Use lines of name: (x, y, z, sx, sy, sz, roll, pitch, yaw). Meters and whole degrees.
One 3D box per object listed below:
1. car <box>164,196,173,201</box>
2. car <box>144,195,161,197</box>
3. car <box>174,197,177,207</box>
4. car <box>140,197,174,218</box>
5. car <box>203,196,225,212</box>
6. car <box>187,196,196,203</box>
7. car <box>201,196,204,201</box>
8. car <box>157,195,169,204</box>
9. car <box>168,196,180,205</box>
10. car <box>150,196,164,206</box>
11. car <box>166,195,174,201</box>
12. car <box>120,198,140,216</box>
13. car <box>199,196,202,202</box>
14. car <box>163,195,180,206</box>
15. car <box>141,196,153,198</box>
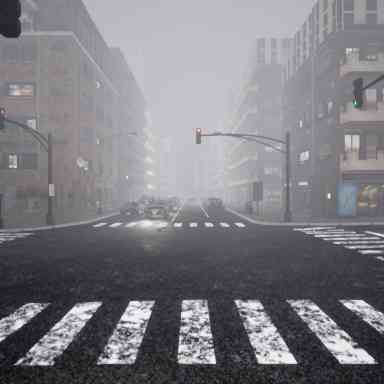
car: (-5.814, 1.589, 83.354, 2.008, 1.369, 4.403, 0, 0, 0)
car: (-5.755, 1.326, 43.578, 2.192, 1.841, 5.009, 0, 0, 0)
car: (-3.158, 1.610, 39.946, 1.895, 1.301, 4.718, 0, 0, 0)
car: (-3.136, 1.497, 30.647, 2.128, 1.511, 4.902, 0, 0, 1)
car: (2.634, 1.448, 37.910, 1.967, 1.590, 4.097, 0, 0, 0)
car: (-0.061, 1.539, 70.634, 2.128, 1.511, 4.902, 0, 0, 0)
car: (2.626, 1.451, 43.592, 1.967, 1.590, 4.097, 0, 0, 0)
car: (-5.788, 1.465, 66.308, 1.967, 1.590, 4.097, 0, 0, 0)
car: (-3.134, 1.498, 59.933, 1.882, 1.535, 5.008, 0, 0, 0)
car: (-5.771, 1.457, 54.943, 1.967, 1.590, 4.097, 0, 0, 0)
car: (-5.823, 1.595, 89.037, 2.008, 1.369, 4.403, 0, 0, 0)
car: (-5.737, 1.572, 32.212, 1.947, 1.339, 4.313, 0, 0, 0)
car: (2.609, 1.599, 54.957, 1.802, 1.307, 4.206, 0, 0, 0)
car: (-3.162, 1.578, 49.924, 1.994, 1.385, 4.181, 0, 0, 0)
car: (-5.746, 1.534, 37.725, 1.752, 1.417, 4.829, 0, 0, 0)
